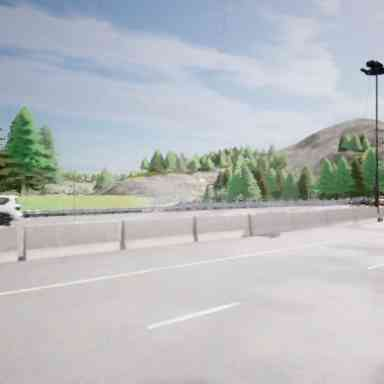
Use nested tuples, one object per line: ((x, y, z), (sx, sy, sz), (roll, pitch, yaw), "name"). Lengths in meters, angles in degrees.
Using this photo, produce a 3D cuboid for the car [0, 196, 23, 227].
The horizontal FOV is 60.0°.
((-13.405, 1.219, 20.221), (5.566, 2.045, 2.150), (0, 0, -36), "car")
